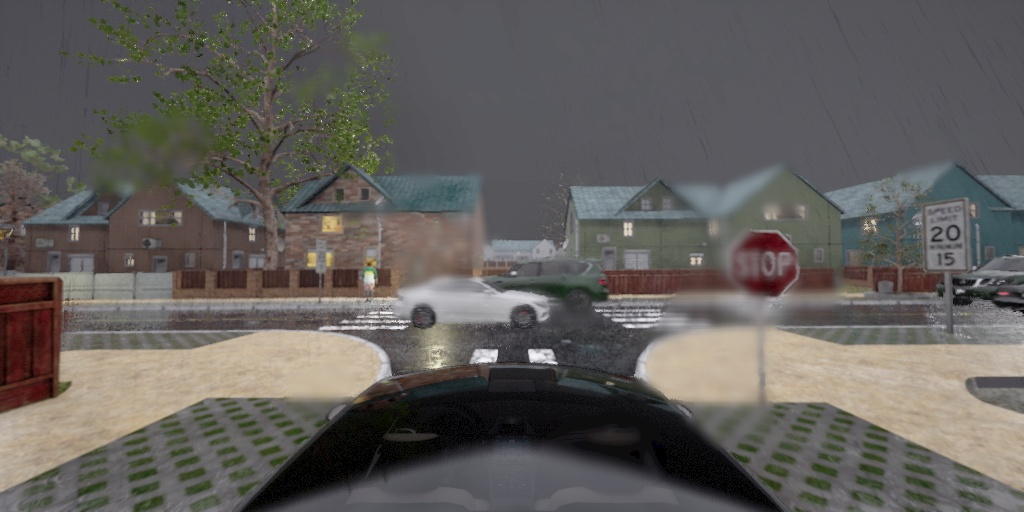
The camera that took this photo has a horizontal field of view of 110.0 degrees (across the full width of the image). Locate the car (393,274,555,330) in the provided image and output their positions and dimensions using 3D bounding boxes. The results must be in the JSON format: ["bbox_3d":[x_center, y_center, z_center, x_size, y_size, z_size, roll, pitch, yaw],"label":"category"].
[{"bbox_3d":[-1.193,1.374,10.957,4.674,1.442,1.812,0,-1,1],"label":"car"}]

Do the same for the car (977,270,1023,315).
[{"bbox_3d":[18.056,1.211,10.740,5.357,1.411,2.033,0,-2,1],"label":"car"}]

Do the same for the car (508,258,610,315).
[{"bbox_3d":[0.908,1.135,13.889,5.566,2.045,2.150,-1,-2,1],"label":"car"}]

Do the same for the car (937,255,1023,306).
[{"bbox_3d":[19.896,0.965,13.672,5.566,2.045,2.150,-1,-2,1],"label":"car"}]

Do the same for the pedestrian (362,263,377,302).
[{"bbox_3d":[-6.735,1.219,16.895,0.375,1.860,0.375,0,-1,1],"label":"pedestrian"}]
